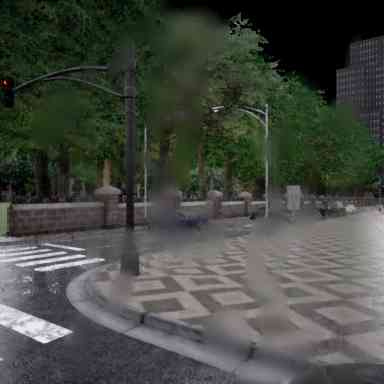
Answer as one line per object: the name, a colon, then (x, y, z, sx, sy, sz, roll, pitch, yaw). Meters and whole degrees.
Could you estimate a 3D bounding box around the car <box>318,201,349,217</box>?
car: (19.141, 2.238, 44.824, 2.150, 2.045, 5.566, 0, -1, 35)

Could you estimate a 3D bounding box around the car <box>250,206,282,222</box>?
car: (7.669, 2.173, 34.178, 1.882, 1.535, 5.008, 0, -1, 35)

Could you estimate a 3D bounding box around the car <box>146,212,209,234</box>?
car: (-0.845, 1.991, 22.205, 1.895, 1.301, 4.718, 0, -1, 36)

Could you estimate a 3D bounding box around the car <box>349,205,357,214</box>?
car: (25.281, 2.771, 53.478, 1.812, 1.442, 4.674, 0, -1, 35)

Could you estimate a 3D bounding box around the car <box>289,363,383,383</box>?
car: (2.373, 1.551, 1.264, 4.403, 1.369, 2.008, 0, 0, 36)

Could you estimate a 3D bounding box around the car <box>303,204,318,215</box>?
car: (17.390, 2.407, 47.715, 1.994, 1.385, 4.181, 0, -1, 35)
